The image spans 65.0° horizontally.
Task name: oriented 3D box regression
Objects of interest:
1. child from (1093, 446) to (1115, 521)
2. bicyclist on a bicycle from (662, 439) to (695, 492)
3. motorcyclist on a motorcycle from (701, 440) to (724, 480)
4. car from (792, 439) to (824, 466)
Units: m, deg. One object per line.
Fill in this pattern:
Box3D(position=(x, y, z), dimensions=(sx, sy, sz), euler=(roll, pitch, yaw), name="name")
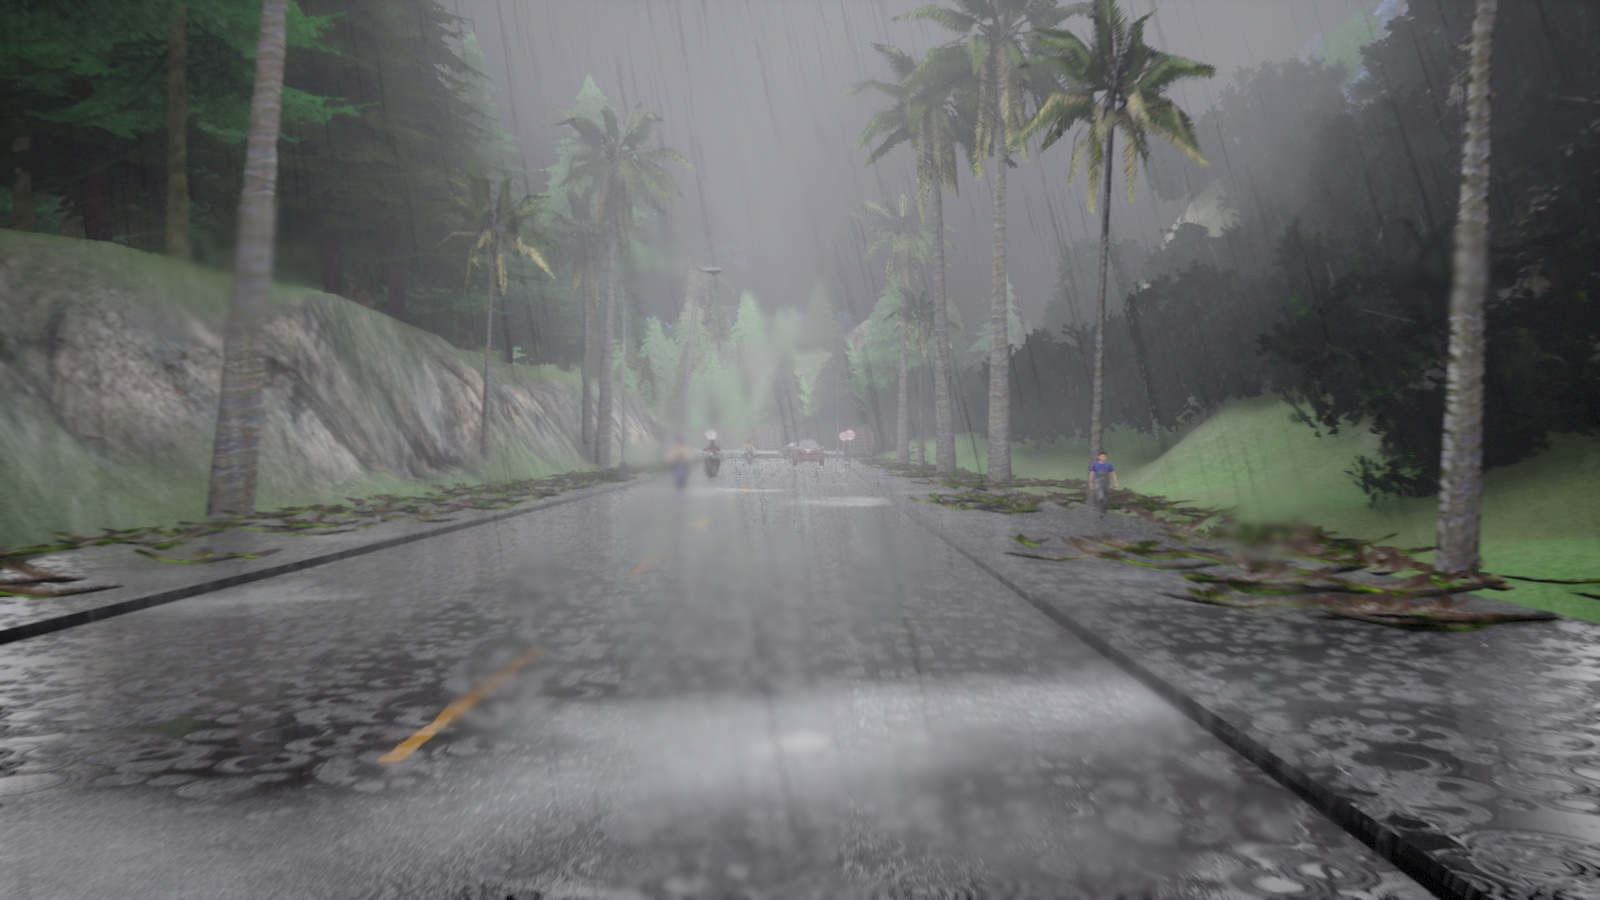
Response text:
Box3D(position=(5.229, 0.567, 21.584), dimensions=(0.270, 1.263, 0.437), euler=(0, 0, 1), name="child")
Box3D(position=(-3.755, 0.463, 38.943), dimensions=(0.866, 1.612, 1.509), euler=(0, 0, 1), name="bicyclist on a bicycle")
Box3D(position=(-3.663, 0.401, 52.663), dimensions=(0.766, 1.649, 2.350), euler=(0, 1, 0), name="motorcyclist on a motorcycle")
Box3D(position=(0.564, 0.133, 84.836), dimensions=(2.097, 1.767, 4.553), euler=(0, 0, 0), name="car")
